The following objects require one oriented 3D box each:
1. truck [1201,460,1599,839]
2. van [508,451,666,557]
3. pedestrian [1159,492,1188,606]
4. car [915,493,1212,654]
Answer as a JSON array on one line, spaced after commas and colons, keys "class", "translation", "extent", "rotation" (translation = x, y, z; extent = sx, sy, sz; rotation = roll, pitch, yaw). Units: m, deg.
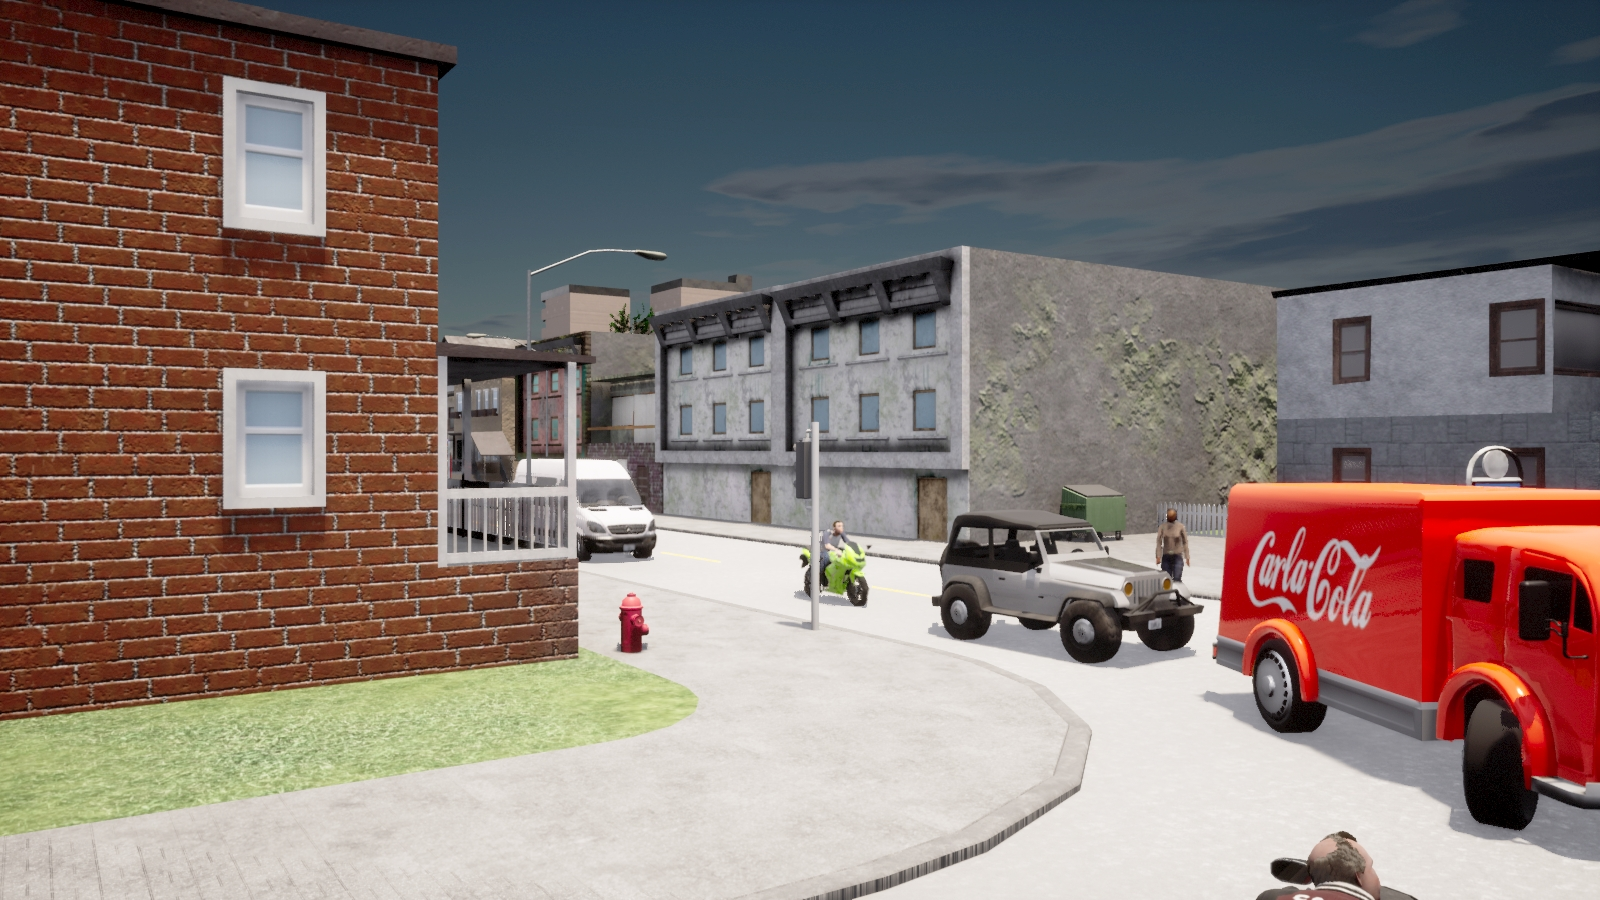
[{"class": "truck", "translation": [6.069, 1.347, 10.320], "extent": [2.627, 2.467, 5.204], "rotation": [0, 0, -6]}, {"class": "van", "translation": [-5.832, 1.314, 30.614], "extent": [1.988, 2.561, 5.915], "rotation": [0, 0, -34]}, {"class": "pedestrian", "translation": [6.201, 1.628, 18.967], "extent": [0.375, 1.860, 0.375], "rotation": [0, 0, 32]}, {"class": "car", "translation": [3.680, 1.638, 16.520], "extent": [1.905, 1.878, 3.866], "rotation": [0, 0, -36]}]
